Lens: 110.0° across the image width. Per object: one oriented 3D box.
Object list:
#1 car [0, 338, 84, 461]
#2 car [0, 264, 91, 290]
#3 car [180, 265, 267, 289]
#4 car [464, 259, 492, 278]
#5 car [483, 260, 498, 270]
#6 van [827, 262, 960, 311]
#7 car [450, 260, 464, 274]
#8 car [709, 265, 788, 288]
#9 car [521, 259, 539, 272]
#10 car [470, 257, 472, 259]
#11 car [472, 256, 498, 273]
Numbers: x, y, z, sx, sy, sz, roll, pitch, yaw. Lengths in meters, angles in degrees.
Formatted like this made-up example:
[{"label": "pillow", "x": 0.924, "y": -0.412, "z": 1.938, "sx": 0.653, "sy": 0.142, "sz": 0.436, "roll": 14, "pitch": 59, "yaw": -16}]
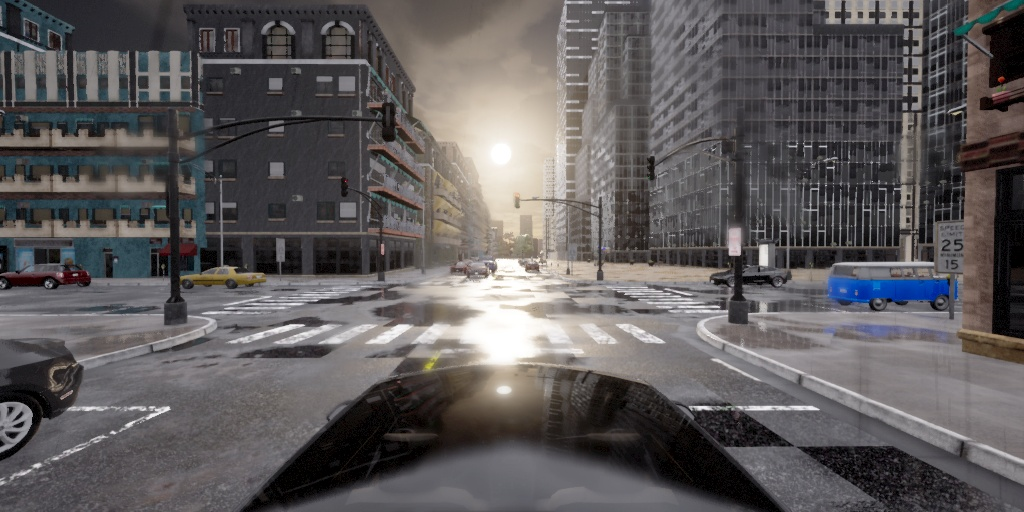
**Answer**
[{"label": "car", "x": -5.692, "y": 1.300, "z": 2.178, "sx": 2.007, "sy": 1.370, "sz": 4.403, "roll": 0, "pitch": 0, "yaw": 0}, {"label": "car", "x": -28.827, "y": 1.190, "z": 22.090, "sx": 4.097, "sy": 1.591, "sz": 1.967, "roll": 0, "pitch": 0, "yaw": 0}, {"label": "car", "x": -17.930, "y": 1.247, "z": 22.133, "sx": 4.829, "sy": 1.417, "sz": 1.751, "roll": 0, "pitch": 0, "yaw": 0}, {"label": "car", "x": -3.174, "y": 1.270, "z": 34.221, "sx": 1.812, "sy": 1.442, "sz": 4.674, "roll": 0, "pitch": 0, "yaw": 0}, {"label": "car", "x": -3.206, "y": 1.309, "z": 54.101, "sx": 1.994, "sy": 1.385, "sz": 4.181, "roll": 0, "pitch": 0, "yaw": 0}, {"label": "van", "x": 14.661, "y": 1.116, "z": 13.882, "sx": 3.998, "sy": 1.789, "sz": 1.690, "roll": 0, "pitch": 0, "yaw": 0}, {"label": "car", "x": -5.780, "y": 1.289, "z": 40.245, "sx": 1.888, "sy": 1.381, "sz": 4.507, "roll": 0, "pitch": 0, "yaw": 0}, {"label": "car", "x": 14.628, "y": 1.215, "z": 22.262, "sx": 4.313, "sy": 1.339, "sz": 1.948, "roll": 0, "pitch": 0, "yaw": 0}, {"label": "car", "x": 2.554, "y": 1.289, "z": 45.970, "sx": 1.888, "sy": 1.381, "sz": 4.507, "roll": 0, "pitch": 0, "yaw": 0}, {"label": "car", "x": -5.793, "y": 1.184, "z": 45.893, "sx": 1.967, "sy": 1.591, "sz": 4.097, "roll": 0, "pitch": 0, "yaw": 0}, {"label": "car", "x": -3.193, "y": 0.966, "z": 44.127, "sx": 2.150, "sy": 2.045, "sz": 5.566, "roll": 0, "pitch": 0, "yaw": 0}]
